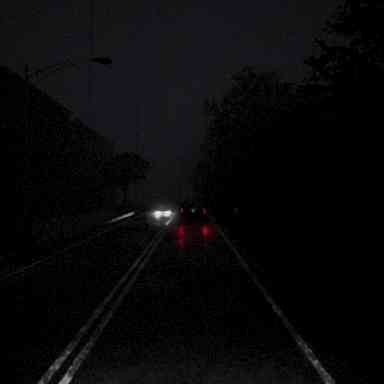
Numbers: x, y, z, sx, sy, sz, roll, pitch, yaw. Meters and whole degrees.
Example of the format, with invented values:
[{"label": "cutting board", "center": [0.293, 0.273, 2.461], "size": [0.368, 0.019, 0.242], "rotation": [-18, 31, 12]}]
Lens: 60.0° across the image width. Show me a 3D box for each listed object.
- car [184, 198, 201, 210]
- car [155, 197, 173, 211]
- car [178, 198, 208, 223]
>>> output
[{"label": "car", "center": [0.071, 1.477, 42.099], "size": [2.033, 1.411, 5.357], "rotation": [0, 0, 0]}, {"label": "car", "center": [-3.369, 1.425, 40.223], "size": [2.128, 1.511, 4.902], "rotation": [0, 0, 0]}, {"label": "car", "center": [0.083, 1.312, 24.889], "size": [2.097, 1.767, 4.553], "rotation": [0, 0, 0]}]
